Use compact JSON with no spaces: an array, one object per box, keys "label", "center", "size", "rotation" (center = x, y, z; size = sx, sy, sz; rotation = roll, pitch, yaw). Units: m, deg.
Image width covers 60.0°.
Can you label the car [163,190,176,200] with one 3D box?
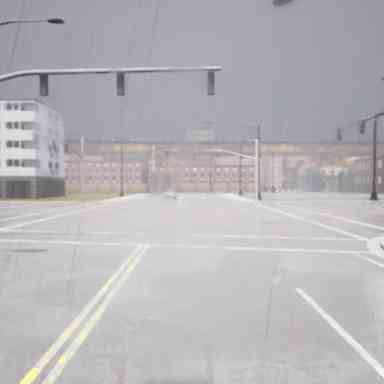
[{"label":"car","center":[-3.488,0.387,51.831],"size":[1.812,1.442,4.674],"rotation":[0,2,0]}]
